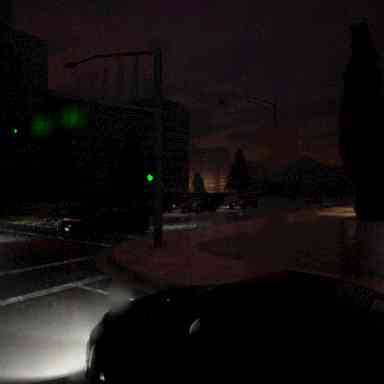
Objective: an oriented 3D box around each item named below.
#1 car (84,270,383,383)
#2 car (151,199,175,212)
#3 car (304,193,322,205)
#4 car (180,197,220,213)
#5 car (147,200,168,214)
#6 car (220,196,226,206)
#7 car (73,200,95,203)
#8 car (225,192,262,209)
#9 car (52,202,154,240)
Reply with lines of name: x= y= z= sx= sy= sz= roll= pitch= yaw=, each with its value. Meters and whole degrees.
car: x=0.820 y=1.564 z=3.416 sx=4.181 sy=1.385 sz=1.994 roll=0 pitch=0 yaw=35
car: x=-3.878 y=1.505 z=36.039 sx=1.837 sy=1.490 sz=4.892 roll=0 pitch=0 yaw=36
car: x=21.546 y=1.491 z=58.777 sx=2.128 sy=1.511 sz=4.902 roll=0 pitch=0 yaw=36
car: x=0.723 y=1.352 z=36.422 sx=2.097 sy=1.767 sz=4.553 roll=0 pitch=0 yaw=36
car: x=-4.599 y=1.601 z=29.096 sx=1.895 sy=1.301 sz=4.718 roll=0 pitch=0 yaw=36
car: x=1.865 y=1.547 z=43.938 sx=2.033 sy=1.411 sz=5.357 roll=0 pitch=0 yaw=36
car: x=-9.402 y=1.478 z=28.456 sx=1.882 sy=1.535 sz=5.008 roll=0 pitch=0 yaw=36
car: x=7.028 y=1.221 z=45.078 sx=2.150 sy=2.045 sz=5.566 roll=0 pitch=0 yaw=36
car: x=-4.317 y=1.491 z=17.236 sx=2.128 sy=1.511 sz=4.902 roll=0 pitch=0 yaw=36
